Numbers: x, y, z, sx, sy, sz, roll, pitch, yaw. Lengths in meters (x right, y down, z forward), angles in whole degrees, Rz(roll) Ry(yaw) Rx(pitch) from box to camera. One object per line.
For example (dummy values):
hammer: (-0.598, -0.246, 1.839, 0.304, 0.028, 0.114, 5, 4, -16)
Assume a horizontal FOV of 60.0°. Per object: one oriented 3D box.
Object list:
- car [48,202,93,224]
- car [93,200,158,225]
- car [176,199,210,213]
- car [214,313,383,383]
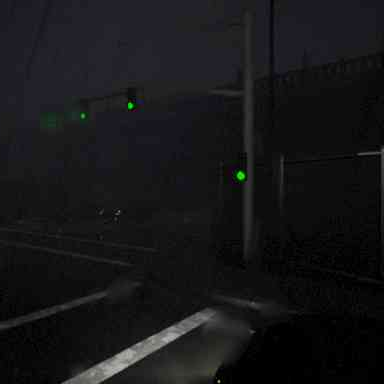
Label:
car: (-8.399, 1.515, 25.317, 1.882, 1.535, 5.008, 0, 0, 35)
car: (-4.612, 1.393, 24.599, 2.097, 1.767, 4.553, 0, 0, 35)
car: (0.199, 1.515, 37.400, 1.882, 1.535, 5.008, 0, 0, 35)
car: (2.720, 1.548, 2.027, 5.357, 1.411, 2.033, 0, 0, 36)
